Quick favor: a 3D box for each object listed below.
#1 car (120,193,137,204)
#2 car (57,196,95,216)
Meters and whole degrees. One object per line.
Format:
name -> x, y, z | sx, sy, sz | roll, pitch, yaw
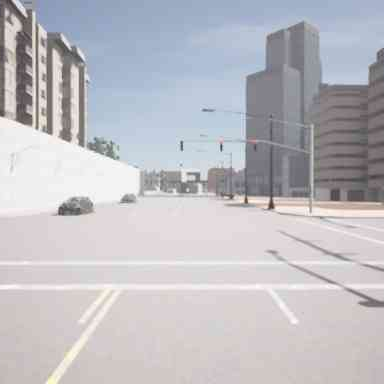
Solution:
car -> -10.511, 0.987, 55.356 | 2.097, 1.767, 4.553 | 0, 0, 0
car -> -10.503, 1.149, 30.359 | 2.097, 1.767, 4.553 | 0, 0, 0
